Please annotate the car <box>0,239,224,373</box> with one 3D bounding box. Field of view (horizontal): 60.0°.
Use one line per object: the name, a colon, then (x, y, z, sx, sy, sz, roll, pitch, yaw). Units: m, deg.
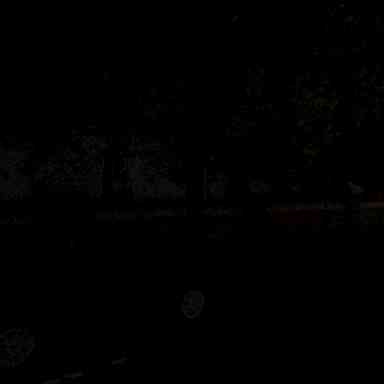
car: (-1.505, 1.545, 5.643, 4.507, 1.381, 1.887, 0, 0, -35)
